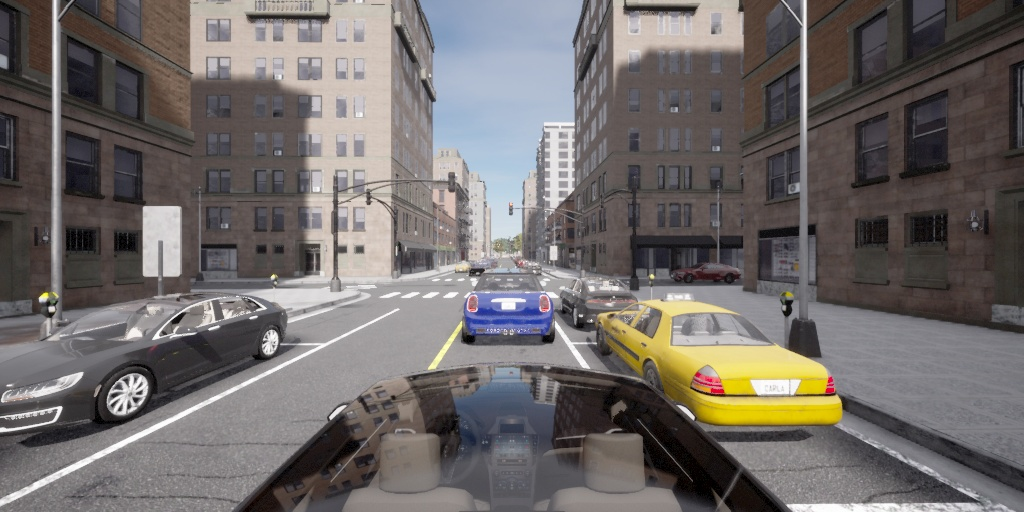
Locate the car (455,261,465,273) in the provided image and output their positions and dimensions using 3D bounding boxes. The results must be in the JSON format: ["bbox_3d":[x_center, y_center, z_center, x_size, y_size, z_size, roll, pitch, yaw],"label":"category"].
[{"bbox_3d":[-5.889,1.272,43.415,1.751,1.417,4.829,0,0,-1],"label":"car"}]

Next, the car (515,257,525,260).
[{"bbox_3d":[1.925,1.182,60.729,1.967,1.591,4.097,0,0,-1],"label":"car"}]

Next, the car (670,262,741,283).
[{"bbox_3d":[13.930,1.186,25.907,4.674,1.442,1.812,0,0,1],"label":"car"}]

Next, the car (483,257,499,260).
[{"bbox_3d":[-3.497,1.308,56.270,1.994,1.385,4.181,0,0,-1],"label":"car"}]

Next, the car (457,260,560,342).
[{"bbox_3d":[-0.085,1.102,9.885,2.097,1.767,4.553,0,0,0],"label":"car"}]

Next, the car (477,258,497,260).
[{"bbox_3d":[-3.380,1.294,46.264,2.033,1.411,5.357,0,0,0],"label":"car"}]

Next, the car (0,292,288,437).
[{"bbox_3d":[-5.429,1.300,5.625,2.007,1.370,4.403,0,0,-1],"label":"car"}]

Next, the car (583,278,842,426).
[{"bbox_3d":[2.602,1.275,5.894,1.751,1.417,4.829,0,0,-1],"label":"car"}]

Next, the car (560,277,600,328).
[{"bbox_3d":[2.533,1.300,11.130,2.007,1.370,4.403,0,0,-1],"label":"car"}]
